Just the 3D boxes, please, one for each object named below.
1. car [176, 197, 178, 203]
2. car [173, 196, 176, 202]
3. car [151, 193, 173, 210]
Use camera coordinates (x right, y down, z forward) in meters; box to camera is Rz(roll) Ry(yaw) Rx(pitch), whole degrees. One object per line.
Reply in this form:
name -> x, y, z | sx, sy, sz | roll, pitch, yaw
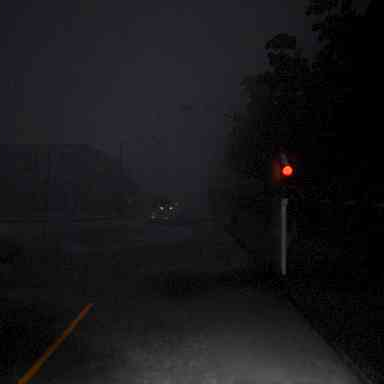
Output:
car -> -3.945, 1.526, 69.213 | 1.812, 1.442, 4.674 | 0, 0, 0
car -> -4.048, 1.504, 53.845 | 1.837, 1.490, 4.892 | 0, 0, 0
car -> -4.065, 1.221, 43.928 | 2.150, 2.045, 5.566 | 0, 0, 0
